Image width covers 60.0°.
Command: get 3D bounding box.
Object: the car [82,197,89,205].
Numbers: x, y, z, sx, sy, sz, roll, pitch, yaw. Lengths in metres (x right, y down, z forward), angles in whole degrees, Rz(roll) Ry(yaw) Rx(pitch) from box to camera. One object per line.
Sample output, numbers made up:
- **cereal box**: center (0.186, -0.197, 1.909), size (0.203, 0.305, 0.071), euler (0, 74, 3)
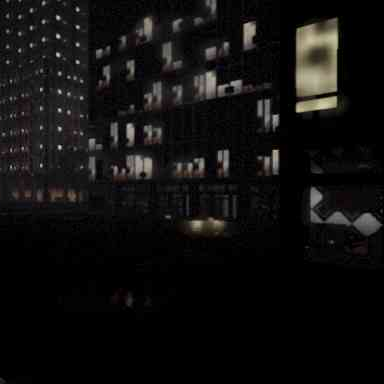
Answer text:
- **car**: center (-15.683, 1.226, 54.956), size (2.192, 1.841, 5.009), euler (0, 0, 35)
